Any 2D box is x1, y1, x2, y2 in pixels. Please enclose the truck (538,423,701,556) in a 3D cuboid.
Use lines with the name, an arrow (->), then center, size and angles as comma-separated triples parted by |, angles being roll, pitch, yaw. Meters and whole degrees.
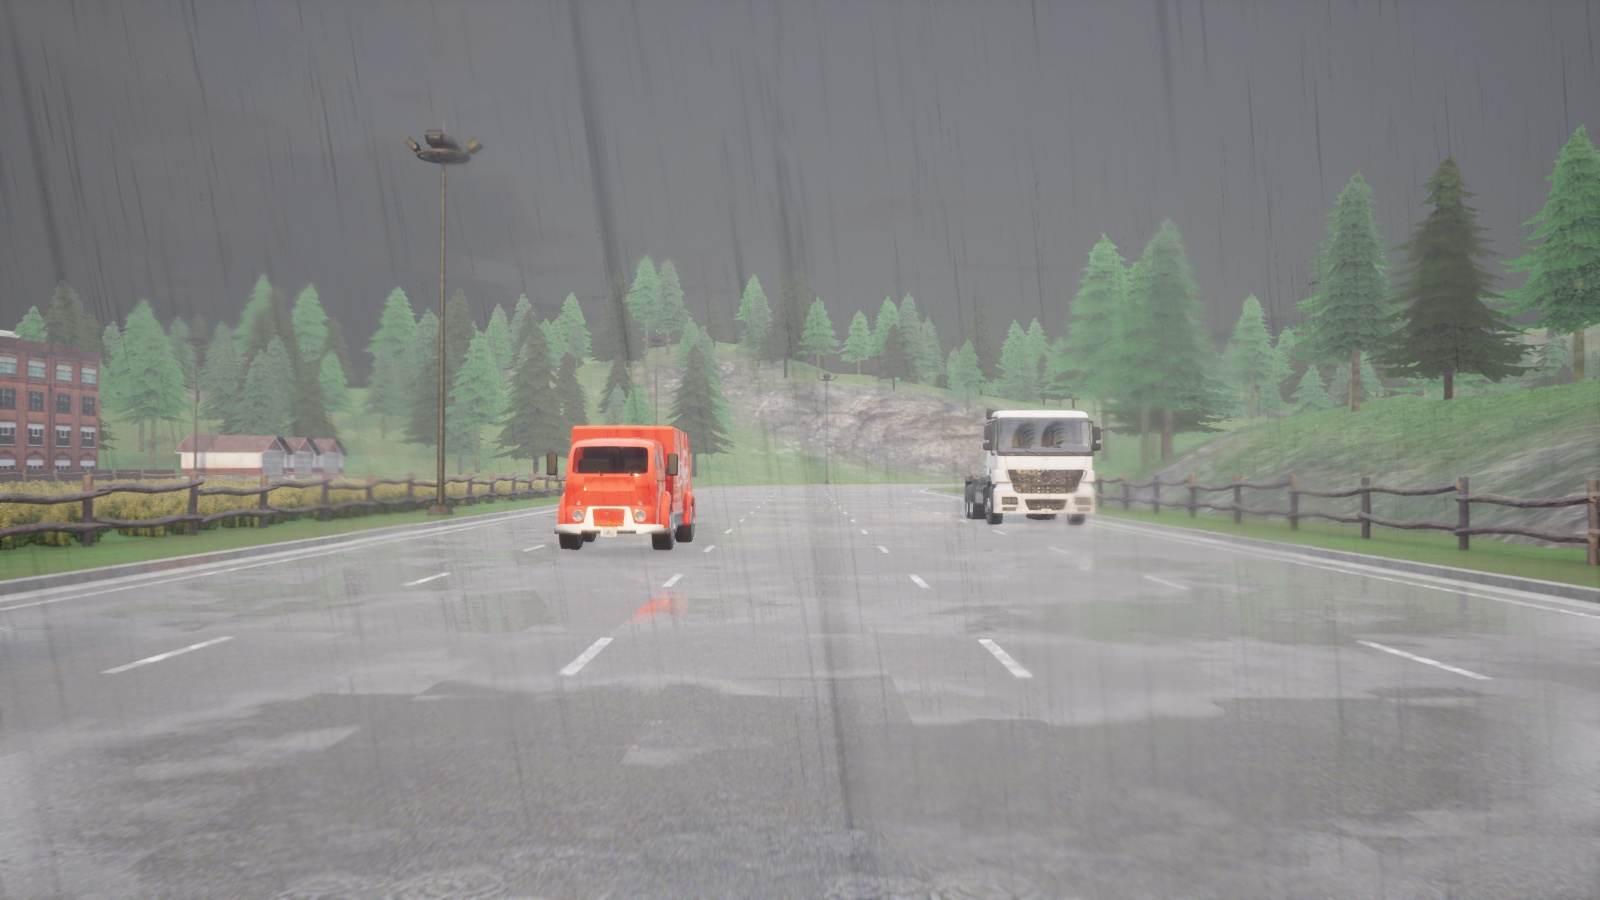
truck -> -3.565, 0.777, 25.994 | 2.627, 2.467, 5.204 | 0, -1, 0

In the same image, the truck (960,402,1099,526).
truck -> 6.934, 0.461, 39.210 | 2.891, 3.462, 7.936 | 0, -1, 0
